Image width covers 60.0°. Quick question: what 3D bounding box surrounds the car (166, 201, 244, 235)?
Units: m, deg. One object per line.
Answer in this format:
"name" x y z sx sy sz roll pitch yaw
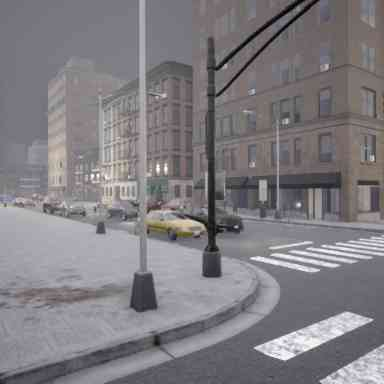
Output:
"car" 0.775 1.482 18.743 1.882 1.535 5.008 0 0 -36

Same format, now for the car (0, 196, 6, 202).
"car" -44.411 1.558 76.898 2.008 1.369 4.403 0 0 -36

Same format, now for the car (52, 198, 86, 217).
"car" -11.235 1.565 31.018 2.008 1.369 4.403 0 0 -36

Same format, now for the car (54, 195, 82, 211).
"car" -15.484 1.350 41.295 2.097 1.767 4.553 0 0 -35

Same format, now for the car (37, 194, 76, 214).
"car" -14.553 1.328 35.605 2.192 1.841 5.009 0 0 -36

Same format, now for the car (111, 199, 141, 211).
"car" -8.049 1.539 40.308 1.947 1.339 4.313 0 0 -36

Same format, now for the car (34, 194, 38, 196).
"car" -34.590 1.533 77.012 1.947 1.339 4.313 0 0 -36

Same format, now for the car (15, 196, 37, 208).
"car" -24.505 1.592 49.370 1.802 1.307 4.206 0 0 -36

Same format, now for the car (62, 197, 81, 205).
"car" -21.320 1.520 58.660 2.008 1.369 4.403 0 0 -36

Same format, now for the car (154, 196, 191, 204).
"car" -1.414 1.415 31.131 1.967 1.590 4.097 0 0 -36

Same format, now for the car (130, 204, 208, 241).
"car" -1.182 1.542 17.115 1.752 1.417 4.829 0 0 -36

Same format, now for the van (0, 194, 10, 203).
"van" -37.777 1.349 67.721 1.690 1.788 3.998 0 0 -36

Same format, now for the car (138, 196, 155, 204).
"car" -4.732 1.289 35.719 2.192 1.841 5.009 0 0 -36

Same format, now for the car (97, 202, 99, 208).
"car" -11.466 1.497 45.033 1.752 1.417 4.829 0 0 -36

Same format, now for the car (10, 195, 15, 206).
"car" -27.723 1.535 53.820 1.752 1.417 4.829 0 0 -36

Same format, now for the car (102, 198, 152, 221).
"car" -5.458 1.508 27.361 1.837 1.490 4.892 0 0 -36

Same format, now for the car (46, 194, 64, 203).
"car" -27.956 1.283 67.835 2.192 1.841 5.009 0 0 -36
